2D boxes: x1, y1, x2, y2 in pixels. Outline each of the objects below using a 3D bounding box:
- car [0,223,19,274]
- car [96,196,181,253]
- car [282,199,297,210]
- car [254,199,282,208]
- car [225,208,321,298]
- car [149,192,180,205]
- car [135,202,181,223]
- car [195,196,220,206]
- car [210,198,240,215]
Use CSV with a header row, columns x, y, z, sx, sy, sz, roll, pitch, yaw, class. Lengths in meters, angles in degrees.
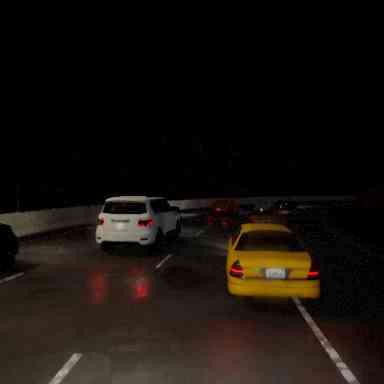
x,y,z,sx,sy,sz,roll,pitch,yaw,class
-6.364,1.209,7.468,2.150,2.045,5.566,0,0,5,car
-1.985,1.194,13.894,2.150,2.045,5.566,0,0,9,car
12.046,1.515,42.529,1.895,1.301,4.718,0,0,31,car
7.441,1.458,33.261,1.812,1.442,4.674,0,0,24,car
1.804,1.438,8.536,1.801,1.575,5.366,0,0,7,car
-4.531,1.109,55.905,2.150,2.045,5.566,0,0,32,car
-2.551,1.548,26.362,1.895,1.301,4.718,0,0,17,car
2.515,1.397,53.895,1.837,1.490,4.892,0,0,33,car
3.309,1.413,32.376,1.882,1.535,5.008,0,0,21,car
